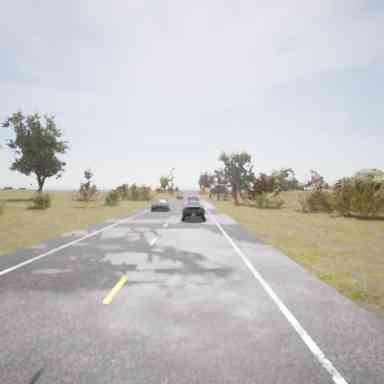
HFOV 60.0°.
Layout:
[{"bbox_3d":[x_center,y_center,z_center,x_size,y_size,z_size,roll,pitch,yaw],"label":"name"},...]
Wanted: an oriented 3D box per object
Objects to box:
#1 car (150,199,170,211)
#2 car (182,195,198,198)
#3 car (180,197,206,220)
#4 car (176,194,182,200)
[{"bbox_3d":[-3.567,1.504,38.345,1.994,1.385,4.181,0,0,0],"label":"car"},{"bbox_3d":[0.128,1.281,44.201,2.097,1.767,4.553,0,0,0],"label":"car"},{"bbox_3d":[0.117,1.463,27.629,1.837,1.490,4.892,0,0,0],"label":"car"},{"bbox_3d":[-3.448,1.316,92.392,1.882,1.535,5.008,0,0,0],"label":"car"}]
